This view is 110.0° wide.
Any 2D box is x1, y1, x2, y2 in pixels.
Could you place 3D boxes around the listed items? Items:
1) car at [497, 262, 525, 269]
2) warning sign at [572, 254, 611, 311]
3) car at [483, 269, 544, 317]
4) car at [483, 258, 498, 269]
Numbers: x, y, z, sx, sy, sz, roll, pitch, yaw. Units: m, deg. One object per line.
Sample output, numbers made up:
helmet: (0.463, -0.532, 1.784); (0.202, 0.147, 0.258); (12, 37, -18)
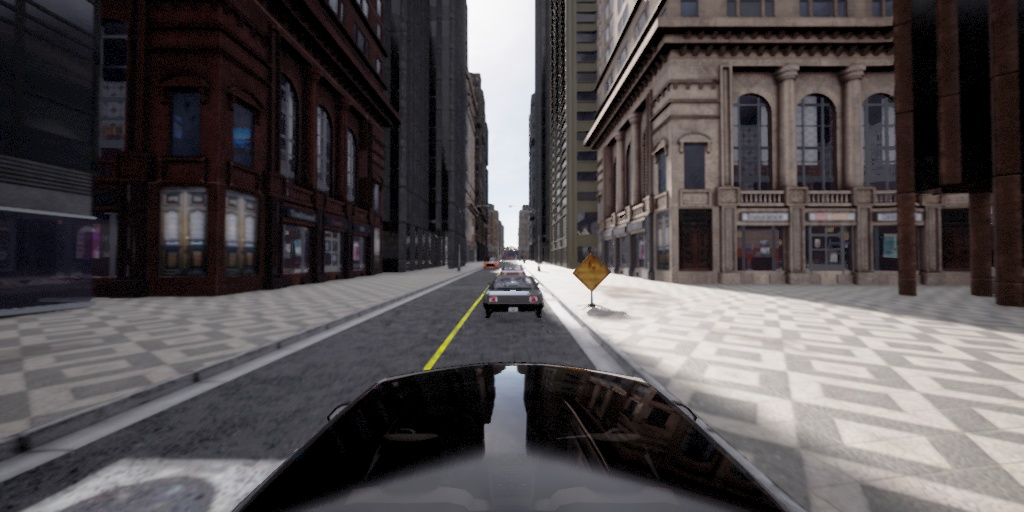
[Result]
car: (0.060, 1.304, 28.008); (1.895, 1.301, 4.718); (0, 0, 0)
warning sign: (2.718, 0.843, 12.178); (1.300, 1.860, 1.060); (0, 0, 0)
car: (0.060, 1.328, 12.998); (1.895, 1.301, 4.718); (0, 0, 0)
car: (-3.069, 1.029, 53.324); (2.097, 1.767, 4.553); (0, 0, 0)
